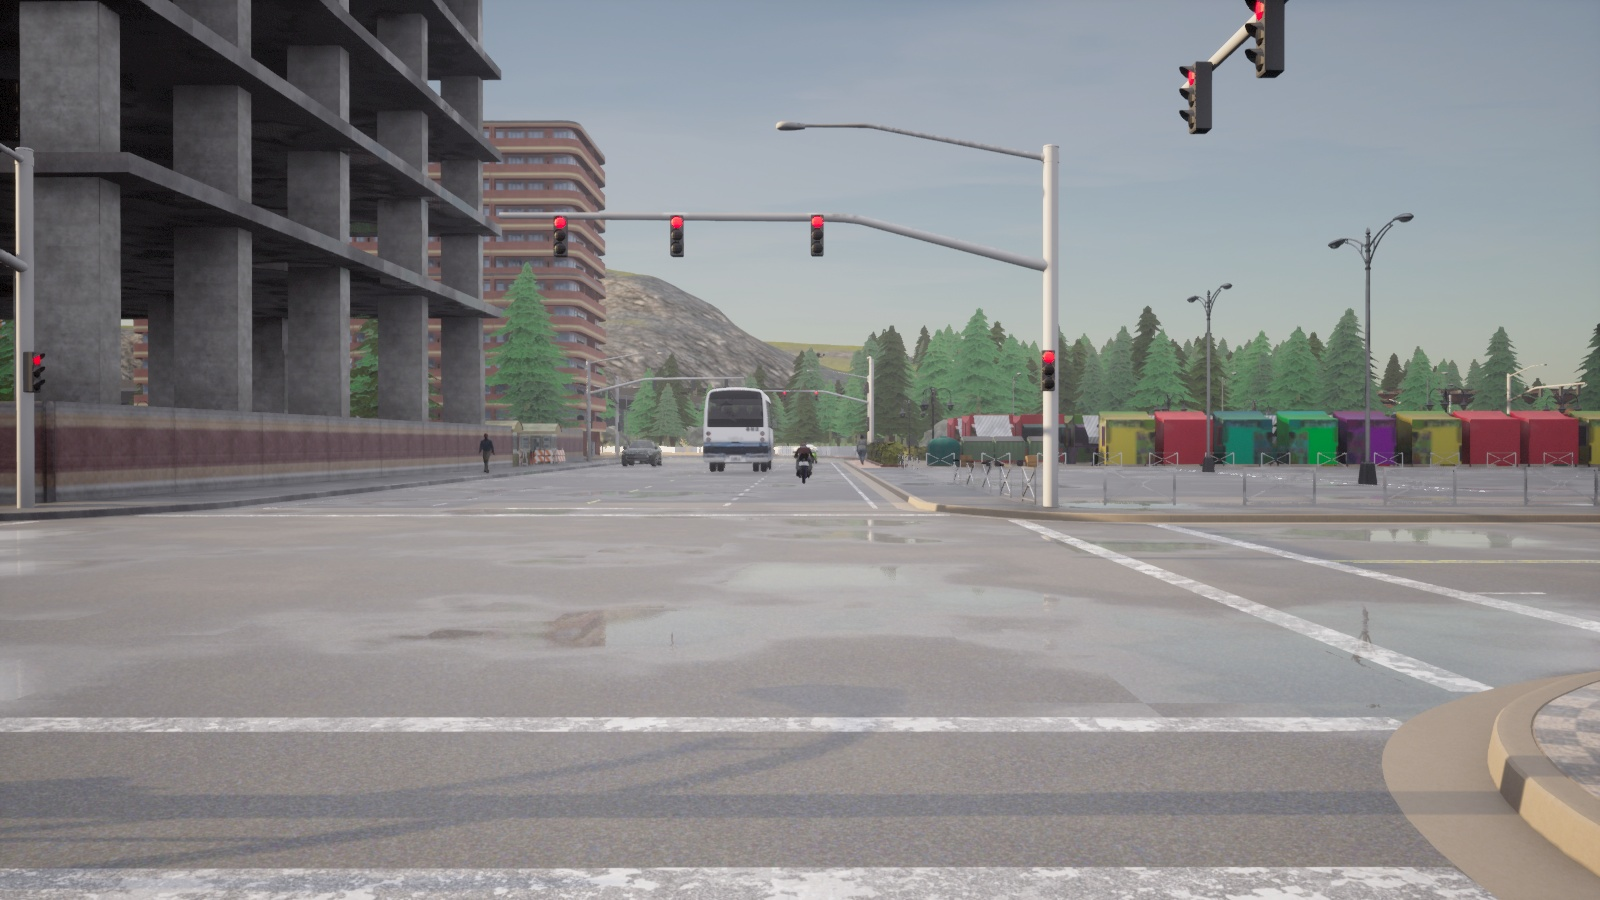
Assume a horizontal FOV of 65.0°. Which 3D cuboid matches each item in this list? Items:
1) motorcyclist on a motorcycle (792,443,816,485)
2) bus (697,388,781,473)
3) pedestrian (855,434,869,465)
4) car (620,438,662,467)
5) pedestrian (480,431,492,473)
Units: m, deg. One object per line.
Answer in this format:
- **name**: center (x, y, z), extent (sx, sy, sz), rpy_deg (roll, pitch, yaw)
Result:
- **motorcyclist on a motorcycle**: center (0.153, 0.514, 47.442), extent (0.866, 1.530, 2.191), rpy_deg (0, 0, 1)
- **bus**: center (-3.149, -1.016, 67.933), extent (3.944, 4.253, 10.273), rpy_deg (0, 0, 1)
- **pedestrian**: center (3.770, -0.028, 76.377), extent (0.874, 1.855, 0.900), rpy_deg (0, 0, 1)
- **car**: center (-10.038, 0.148, 79.555), extent (2.097, 1.767, 4.553), rpy_deg (0, 0, 1)
- **pedestrian**: center (-13.825, 0.077, 55.273), extent (0.370, 1.835, 0.726), rpy_deg (0, 0, -1)
